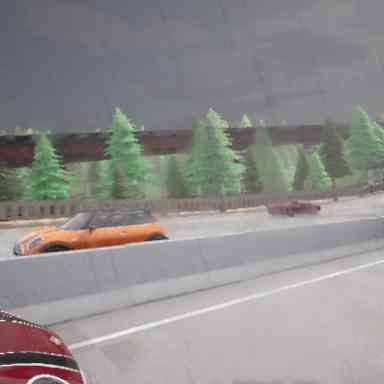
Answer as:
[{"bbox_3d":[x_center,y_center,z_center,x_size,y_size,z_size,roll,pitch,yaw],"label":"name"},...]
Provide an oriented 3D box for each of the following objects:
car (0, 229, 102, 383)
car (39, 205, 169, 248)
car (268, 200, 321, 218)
[{"bbox_3d":[-2.855,1.370,1.710,4.553,1.767,2.097,-1,1,-36],"label":"car"},{"bbox_3d":[-3.019,1.309,10.407,4.553,1.767,2.097,-1,1,-35],"label":"car"},{"bbox_3d":[8.334,1.329,27.033,4.718,1.301,1.895,-1,0,-35],"label":"car"}]
